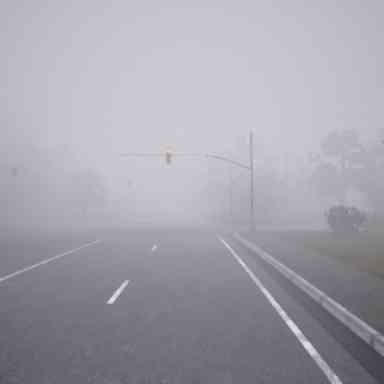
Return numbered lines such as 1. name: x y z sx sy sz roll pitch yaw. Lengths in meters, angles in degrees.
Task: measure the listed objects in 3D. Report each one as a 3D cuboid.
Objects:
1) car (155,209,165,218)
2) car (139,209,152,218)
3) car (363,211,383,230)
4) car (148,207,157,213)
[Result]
1. car: -6.994 4.917 73.198 2.033 1.411 5.357 0 -1 0
2. car: -10.494 4.971 73.155 1.895 1.301 4.718 0 -1 0
3. car: 17.382 2.459 29.345 4.553 1.767 2.097 0 -4 -3
4. car: -10.497 4.834 88.619 1.895 1.301 4.718 0 -1 0
